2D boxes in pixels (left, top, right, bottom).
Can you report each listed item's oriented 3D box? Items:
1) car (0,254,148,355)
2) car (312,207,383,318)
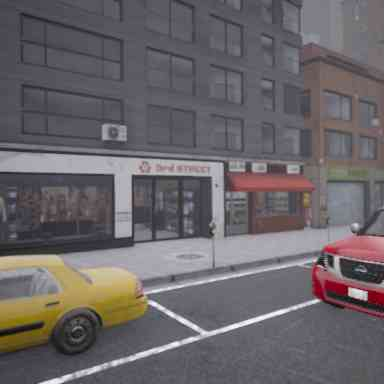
[{"bbox_3d":[-3.003,1.525,4.523,4.829,1.417,1.752,0,-1,-35],"label":"car"},{"bbox_3d":[4.842,1.242,6.779,5.566,2.045,2.150,0,0,-35],"label":"car"}]
